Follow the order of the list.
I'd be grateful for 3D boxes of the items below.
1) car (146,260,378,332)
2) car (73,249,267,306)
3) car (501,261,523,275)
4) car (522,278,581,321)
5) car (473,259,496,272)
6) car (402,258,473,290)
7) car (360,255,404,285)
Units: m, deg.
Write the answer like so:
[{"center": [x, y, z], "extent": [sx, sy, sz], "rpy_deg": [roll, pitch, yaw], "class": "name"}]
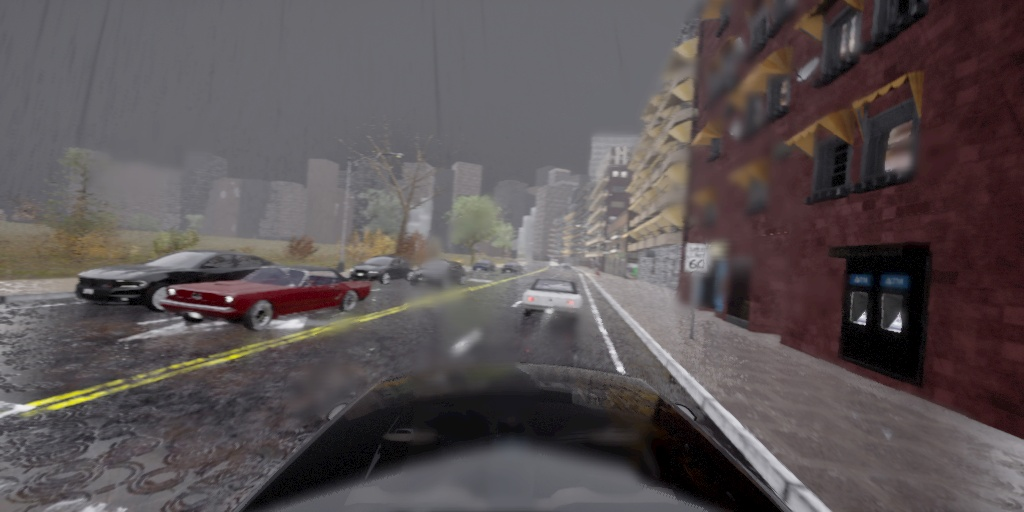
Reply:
[{"center": [-5.792, 0.906, 9.247], "extent": [1.895, 1.301, 4.718], "rpy_deg": [4, 0, 12], "class": "car"}, {"center": [-8.881, 0.542, 10.344], "extent": [1.882, 1.535, 5.008], "rpy_deg": [4, 0, 10], "class": "car"}, {"center": [0.111, 1.374, 42.437], "extent": [2.033, 1.411, 5.357], "rpy_deg": [4, 0, 10], "class": "car"}, {"center": [1.615, 1.495, 13.542], "extent": [1.895, 1.301, 4.718], "rpy_deg": [4, 0, 10], "class": "car"}, {"center": [-3.177, 1.116, 42.477], "extent": [2.033, 1.411, 5.357], "rpy_deg": [4, 0, 11], "class": "car"}, {"center": [-3.929, 0.976, 19.963], "extent": [1.837, 1.490, 4.892], "rpy_deg": [4, 0, 10], "class": "car"}, {"center": [-7.153, 0.724, 20.335], "extent": [1.837, 1.490, 4.892], "rpy_deg": [4, 0, 10], "class": "car"}]
